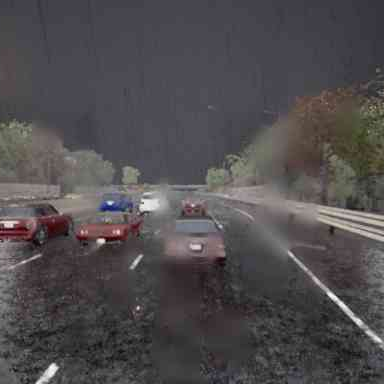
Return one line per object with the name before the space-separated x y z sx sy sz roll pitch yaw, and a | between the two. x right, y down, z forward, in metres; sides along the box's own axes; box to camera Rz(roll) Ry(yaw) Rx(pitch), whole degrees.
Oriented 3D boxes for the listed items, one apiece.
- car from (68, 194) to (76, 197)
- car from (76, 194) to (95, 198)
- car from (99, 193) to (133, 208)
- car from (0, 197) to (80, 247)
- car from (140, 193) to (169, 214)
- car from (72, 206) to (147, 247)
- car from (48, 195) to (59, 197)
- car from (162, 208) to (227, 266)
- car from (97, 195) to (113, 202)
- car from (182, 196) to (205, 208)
car | -24.508 1.177 68.514 1.882 1.535 5.008 0 0 0
car | -21.008 1.229 67.120 2.033 1.411 5.357 0 0 0
car | -6.903 1.072 30.737 2.150 2.045 5.566 0 0 0
car | -6.904 1.276 14.703 2.097 1.767 4.553 0 0 0
car | -3.404 1.072 30.672 2.150 2.045 5.566 0 0 0
car | -3.402 1.525 14.675 1.895 1.301 4.718 0 0 0
car | -28.008 1.289 66.673 1.895 1.301 4.718 0 0 0
car | 0.097 1.489 11.284 2.033 1.411 5.357 0 0 0
car | -17.508 1.241 67.121 1.994 1.385 4.181 0 0 0
car | 0.095 1.199 31.388 2.097 1.767 4.553 0 0 0
